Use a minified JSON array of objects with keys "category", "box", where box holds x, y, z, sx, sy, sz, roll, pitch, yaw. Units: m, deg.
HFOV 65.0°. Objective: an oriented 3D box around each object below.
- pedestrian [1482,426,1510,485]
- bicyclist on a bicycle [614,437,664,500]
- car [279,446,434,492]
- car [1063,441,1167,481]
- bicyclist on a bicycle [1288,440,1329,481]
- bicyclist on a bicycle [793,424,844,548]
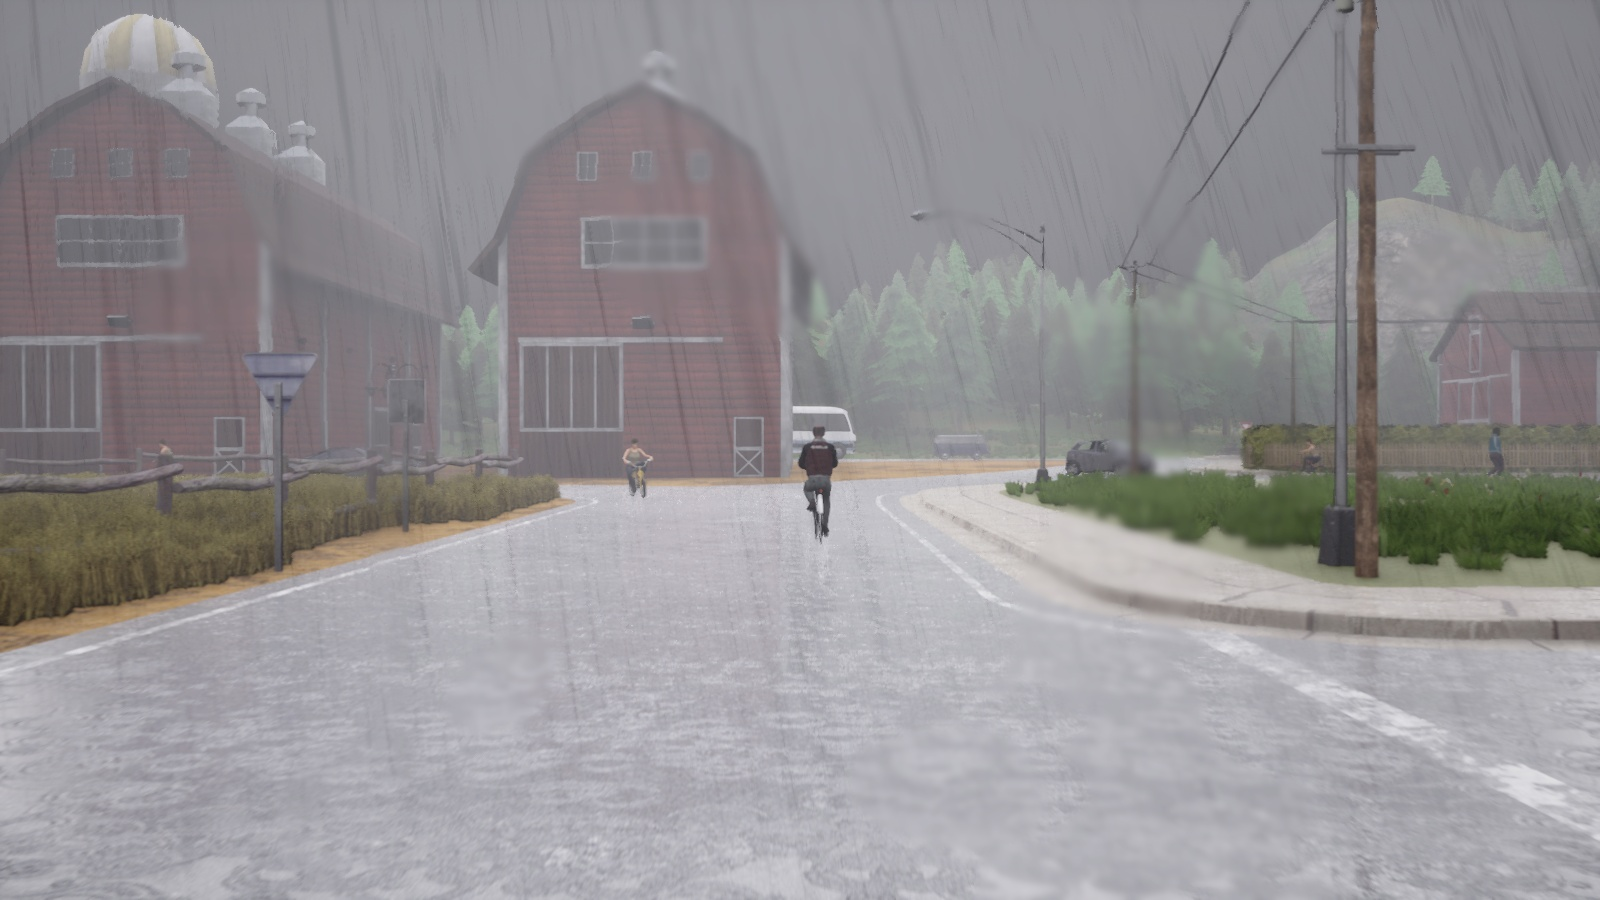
[{"category":"pedestrian","box":[22.948,0.191,41.412,0.692,1.930,0.396,0,0,0]},{"category":"bicyclist on a bicycle","box":[-4.355,0.488,33.884,0.866,1.612,1.509,-3,1,-23]},{"category":"car","box":[-13.861,0.581,39.426,4.181,1.385,1.994,0,0,-2]},{"category":"car","box":[12.561,0.409,50.224,1.845,1.501,3.633,-1,1,-40]},{"category":"bicyclist on a bicycle","box":[20.702,0.415,51.131,1.509,1.612,0.866,0,0,22]},{"category":"bicyclist on a bicycle","box":[0.257,0.512,18.923,0.659,1.776,1.843,0,1,-3]}]
